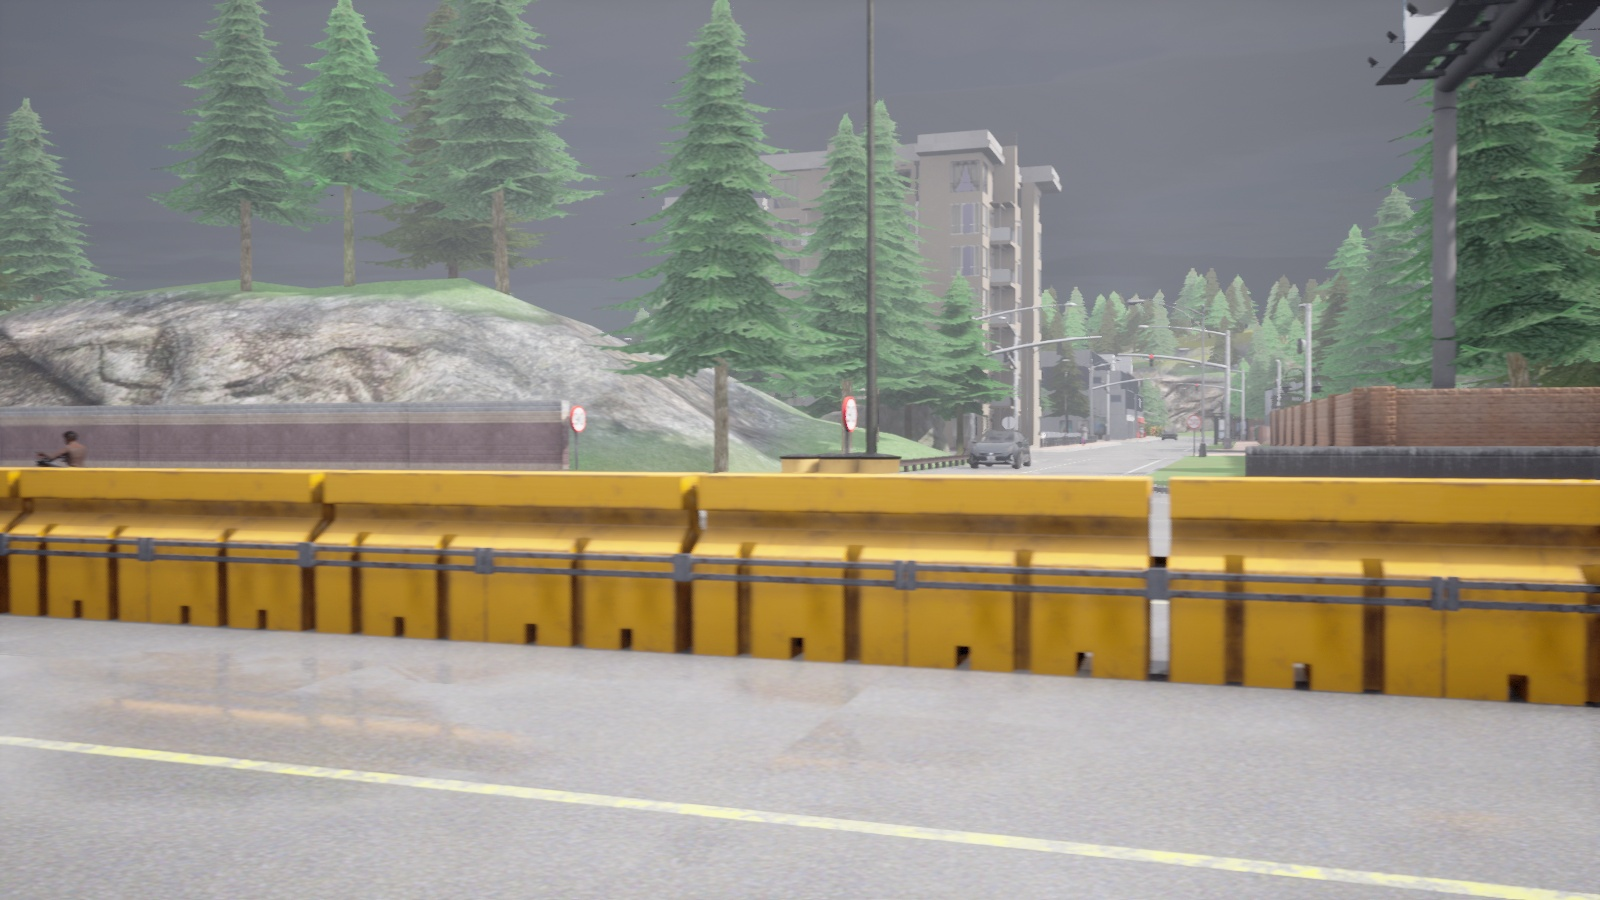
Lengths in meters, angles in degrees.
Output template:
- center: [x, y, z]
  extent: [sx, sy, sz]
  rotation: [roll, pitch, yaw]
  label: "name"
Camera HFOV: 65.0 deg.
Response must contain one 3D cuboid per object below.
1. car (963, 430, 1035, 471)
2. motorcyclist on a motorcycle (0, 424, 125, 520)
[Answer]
- center: [7.963, -0.015, 49.897]
  extent: [2.007, 1.525, 4.514]
  rotation: [1, 1, 19]
  label: "car"
- center: [-13.305, 0.367, 22.441]
  extent: [2.350, 1.649, 0.766]
  rotation: [0, 1, 19]
  label: "motorcyclist on a motorcycle"
